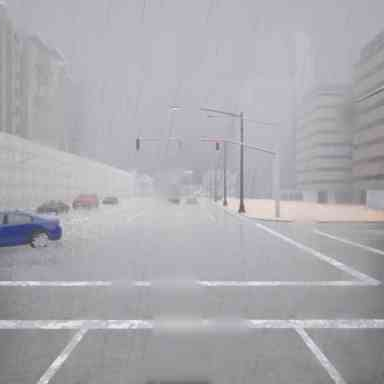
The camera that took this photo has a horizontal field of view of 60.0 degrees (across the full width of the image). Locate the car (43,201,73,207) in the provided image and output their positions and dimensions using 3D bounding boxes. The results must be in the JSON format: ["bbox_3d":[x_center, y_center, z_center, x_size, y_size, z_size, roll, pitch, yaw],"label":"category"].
[{"bbox_3d":[-14.114,1.564,33.961,1.994,1.385,4.181,0,0,0],"label":"car"}]

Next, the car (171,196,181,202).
[{"bbox_3d":[-3.543,1.595,74.448,1.895,1.301,4.718,0,0,0],"label":"car"}]

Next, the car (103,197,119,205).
[{"bbox_3d":[-14.090,1.547,57.744,2.033,1.411,5.357,0,0,0],"label":"car"}]

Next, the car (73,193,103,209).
[{"bbox_3d":[-14.113,1.221,44.495,2.150,2.045,5.566,0,0,0],"label":"car"}]

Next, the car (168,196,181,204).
[{"bbox_3d":[-3.447,1.525,62.610,1.812,1.442,4.674,0,0,0],"label":"car"}]

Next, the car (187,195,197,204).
[{"bbox_3d":[-0.037,1.477,63.212,1.882,1.535,5.008,0,0,0],"label":"car"}]

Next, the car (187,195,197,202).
[{"bbox_3d":[-0.043,1.427,73.631,2.033,1.411,5.357,0,0,0],"label":"car"}]

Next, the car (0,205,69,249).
[{"bbox_3d":[-7.633,1.478,12.751,5.008,1.535,1.882,0,-1,-42],"label":"car"}]
